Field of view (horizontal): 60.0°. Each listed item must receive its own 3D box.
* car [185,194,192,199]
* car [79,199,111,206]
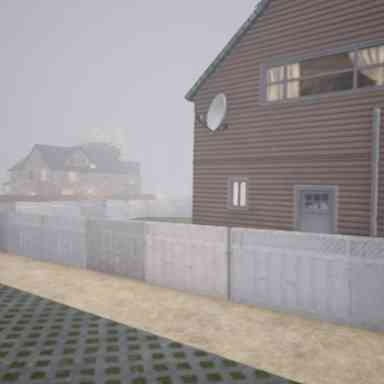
[{"bbox_3d":[1.281,1.254,51.104,2.150,2.045,5.566,1,0,19],"label":"car"},{"bbox_3d":[-9.964,1.480,37.023,2.033,1.411,5.357,2,1,37],"label":"car"}]
